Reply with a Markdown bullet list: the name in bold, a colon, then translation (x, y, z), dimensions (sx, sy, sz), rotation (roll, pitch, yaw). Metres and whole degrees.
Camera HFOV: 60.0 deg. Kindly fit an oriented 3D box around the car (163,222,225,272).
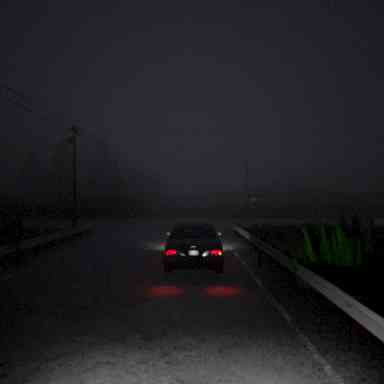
- **car**: translation (0.057, 1.745, 11.419), dimensions (2.033, 1.411, 5.357), rotation (0, -1, 0)
